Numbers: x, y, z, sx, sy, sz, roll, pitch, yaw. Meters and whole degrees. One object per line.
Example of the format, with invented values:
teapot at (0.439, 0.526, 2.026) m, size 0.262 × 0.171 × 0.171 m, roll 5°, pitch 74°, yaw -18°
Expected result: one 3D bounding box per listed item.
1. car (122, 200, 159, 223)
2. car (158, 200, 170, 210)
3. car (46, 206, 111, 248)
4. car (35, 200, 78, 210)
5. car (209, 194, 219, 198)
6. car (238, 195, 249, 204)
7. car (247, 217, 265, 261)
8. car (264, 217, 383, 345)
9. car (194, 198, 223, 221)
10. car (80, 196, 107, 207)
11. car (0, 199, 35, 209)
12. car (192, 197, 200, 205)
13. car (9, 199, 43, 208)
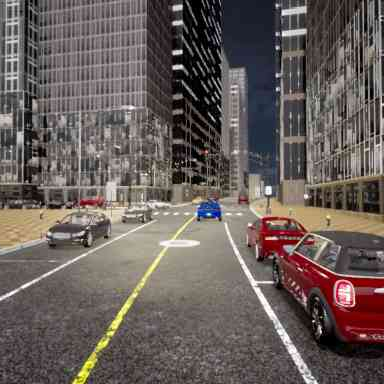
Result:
car at (-4.130, 1.574, 25.665) m, size 2.008 × 1.369 × 4.403 m, roll 1°, pitch 0°, yaw 5°
car at (-5.293, 1.700, 43.982) m, size 4.718 × 1.301 × 1.895 m, roll -1°, pitch -1°, yaw 30°
car at (-4.881, 1.561, 14.875) m, size 2.008 × 1.369 × 4.403 m, roll 1°, pitch 0°, yaw 3°
car at (-16.961, 1.637, 41.927) m, size 4.313 × 1.339 × 1.947 m, roll 0°, pitch -1°, yaw 13°
car at (5.152, 1.491, 78.767) m, size 2.192 × 1.841 × 5.009 m, roll 1°, pitch 0°, yaw 14°
car at (10.075, 1.411, 65.083) m, size 2.192 × 1.841 × 5.009 m, roll 1°, pitch 0°, yaw 13°
car at (3.006, 1.547, 11.967) m, size 1.887 × 1.381 × 4.507 m, roll 1°, pitch 0°, yaw 3°
car at (2.814, 1.441, 6.327) m, size 1.967 × 1.590 × 4.097 m, roll 1°, pitch 0°, yaw 2°
car at (1.478, 1.494, 27.135) m, size 1.882 × 1.535 × 5.008 m, roll 0°, pitch 0°, yaw 5°
car at (-15.150, 1.535, 49.599) m, size 5.009 × 1.841 × 2.192 m, roll 0°, pitch -1°, yaw 13°
car at (-22.402, 1.653, 43.217) m, size 4.403 × 1.369 × 2.008 m, roll 0°, pitch -1°, yaw 13°
car at (1.158, 1.641, 62.528) m, size 1.752 × 1.417 × 4.829 m, roll 1°, pitch 0°, yaw 12°
car at (-26.037, 1.833, 52.177) m, size 4.403 × 1.369 × 2.008 m, roll 0°, pitch -1°, yaw 13°
